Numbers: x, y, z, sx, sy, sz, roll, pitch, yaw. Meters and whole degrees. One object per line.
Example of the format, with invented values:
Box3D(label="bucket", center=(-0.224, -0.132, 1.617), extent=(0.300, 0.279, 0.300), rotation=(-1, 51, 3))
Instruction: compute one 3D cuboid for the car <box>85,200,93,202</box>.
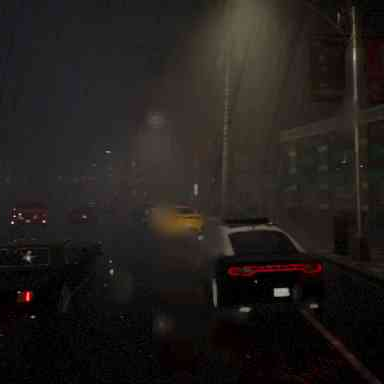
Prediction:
Box3D(label="car", center=(-16.072, 1.943, 52.638), extent=(2.128, 1.511, 4.902), rotation=(-1, 0, -23))

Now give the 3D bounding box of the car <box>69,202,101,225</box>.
Box3D(label="car", center=(-8.604, 1.803, 26.131), extent=(1.994, 1.385, 4.181), rotation=(-1, 0, -22))

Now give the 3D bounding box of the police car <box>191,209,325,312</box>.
Box3D(label="police car", center=(1.226, 1.406, 7.897), extent=(1.930, 1.638, 5.238), rotation=(-1, 0, -5))

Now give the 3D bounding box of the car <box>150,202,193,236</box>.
Box3D(label="car", center=(-0.881, 1.522, 18.936), extent=(1.882, 1.535, 5.008), rotation=(-1, 0, -17))

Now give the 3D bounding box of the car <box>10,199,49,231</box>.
Box3D(label="car", center=(-11.443, 1.525, 23.670), extent=(2.150, 2.045, 5.566), rotation=(-1, 0, -22))

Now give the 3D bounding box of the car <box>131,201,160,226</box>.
Box3D(label="car", center=(-3.220, 1.460, 25.166), extent=(2.097, 1.767, 4.553), rotation=(-1, 0, -23))

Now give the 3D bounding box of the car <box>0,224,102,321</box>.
Box3D(label="car", center=(-3.348, 1.690, 7.416), extent=(1.895, 1.301, 4.718), rotation=(-1, 0, -4))

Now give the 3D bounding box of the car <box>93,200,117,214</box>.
Box3D(label="car", center=(-10.108, 1.856, 39.304), extent=(1.994, 1.385, 4.181), rotation=(-1, 0, -23))
